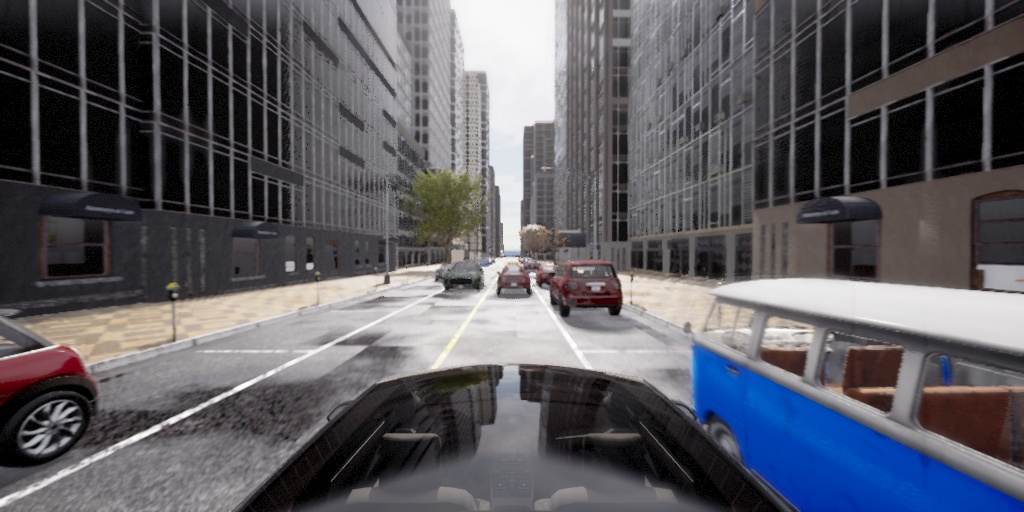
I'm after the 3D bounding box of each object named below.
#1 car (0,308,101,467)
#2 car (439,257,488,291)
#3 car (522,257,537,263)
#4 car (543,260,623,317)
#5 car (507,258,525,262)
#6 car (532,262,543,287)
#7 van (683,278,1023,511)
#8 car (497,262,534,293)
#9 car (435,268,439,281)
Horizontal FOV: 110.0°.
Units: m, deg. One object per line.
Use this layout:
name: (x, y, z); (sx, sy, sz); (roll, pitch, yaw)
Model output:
car: (-5.316, 1.190, 1.965); (1.967, 1.591, 4.097); (0, 0, 0)
car: (-2.836, 1.121, 22.127); (2.097, 1.767, 4.553); (0, 0, 0)
car: (2.571, 1.235, 47.185); (1.967, 1.591, 4.097); (0, 0, 0)
car: (2.566, 1.076, 13.292); (2.192, 1.841, 5.009); (0, 0, 0)
car: (0.105, 1.264, 39.331); (1.882, 1.535, 5.008); (0, 0, 0)
car: (2.568, 1.317, 24.590); (1.888, 1.381, 4.507); (0, 0, 0)
van: (2.564, 1.091, 1.995); (1.690, 1.789, 3.998); (0, 0, 0)
car: (0.101, 1.294, 20.613); (1.812, 1.442, 4.674); (0, 0, 0)
car: (-5.312, 1.328, 30.208); (2.007, 1.370, 4.403); (0, 0, 0)
